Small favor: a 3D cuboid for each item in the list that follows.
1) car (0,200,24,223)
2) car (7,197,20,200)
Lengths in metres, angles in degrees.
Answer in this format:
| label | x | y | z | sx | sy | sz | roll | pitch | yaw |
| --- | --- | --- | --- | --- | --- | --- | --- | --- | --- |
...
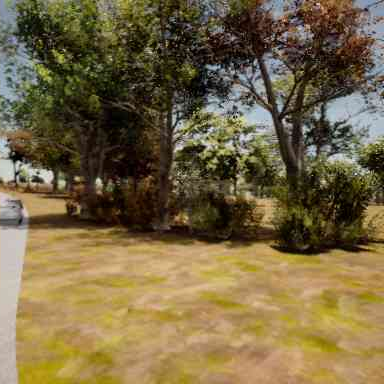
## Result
| label | x | y | z | sx | sy | sz | roll | pitch | yaw |
| --- | --- | --- | --- | --- | --- | --- | --- | --- | --- |
| car | -13.952 | 1.571 | 25.344 | 1.812 | 1.442 | 4.674 | 0 | 0 | -26 |
| car | -22.419 | 1.367 | 41.744 | 2.128 | 1.511 | 4.902 | 0 | 1 | -29 |
